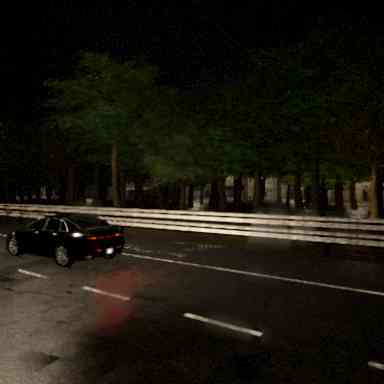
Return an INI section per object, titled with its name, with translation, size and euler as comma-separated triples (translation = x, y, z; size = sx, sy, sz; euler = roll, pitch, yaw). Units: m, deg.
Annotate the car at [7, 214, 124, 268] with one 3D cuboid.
[car]
translation = -4.430, 1.509, 11.336
size = 4.892, 1.490, 1.837
euler = 0, 0, 36
